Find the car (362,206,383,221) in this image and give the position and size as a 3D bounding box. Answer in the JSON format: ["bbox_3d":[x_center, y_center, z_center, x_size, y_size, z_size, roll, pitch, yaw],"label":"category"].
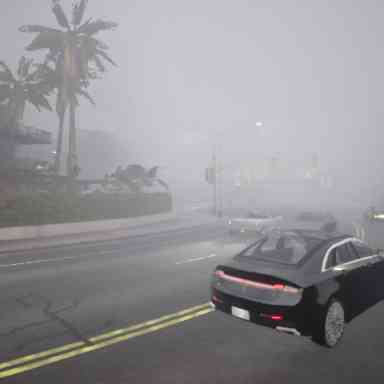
[{"bbox_3d":[13.365,1.621,23.570,1.895,1.301,4.718,0,0,20],"label":"car"}]

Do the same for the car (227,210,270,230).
[{"bbox_3d":[3.695,1.704,18.980,1.895,1.301,4.718,0,0,30],"label":"car"}]

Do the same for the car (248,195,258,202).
[{"bbox_3d":[14.912,1.568,81.024,2.185,1.767,4.553,0,0,11],"label":"car"}]

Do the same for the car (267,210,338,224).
[{"bbox_3d":[5.630,1.578,15.660,2.033,1.411,5.357,0,0,34],"label":"car"}]

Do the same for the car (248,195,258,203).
[{"bbox_3d":[13.807,1.676,74.693,2.097,1.535,5.008,0,0,11],"label":"car"}]

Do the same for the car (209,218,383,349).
[{"bbox_3d":[2.447,1.504,6.394,4.902,1.511,2.128,0,0,-43],"label":"car"}]
